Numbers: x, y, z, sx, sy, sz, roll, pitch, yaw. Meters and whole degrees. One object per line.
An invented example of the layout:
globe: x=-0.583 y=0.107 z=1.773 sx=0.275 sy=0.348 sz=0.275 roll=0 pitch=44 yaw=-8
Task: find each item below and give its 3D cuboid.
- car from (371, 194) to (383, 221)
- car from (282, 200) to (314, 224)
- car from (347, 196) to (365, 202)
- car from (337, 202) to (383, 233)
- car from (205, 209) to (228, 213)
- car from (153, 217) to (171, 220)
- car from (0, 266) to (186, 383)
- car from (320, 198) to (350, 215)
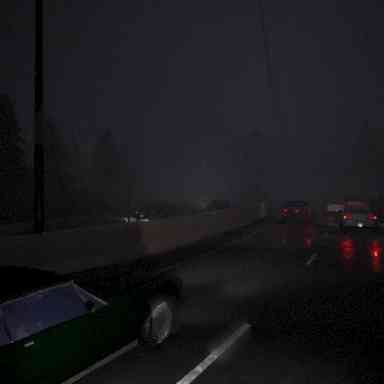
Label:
car: x=15.976 y=1.211 z=26.830 sx=2.150 sy=2.045 sz=5.566 roll=0 pitch=0 yaw=18
car: x=7.930 y=1.343 z=24.752 sx=2.097 sy=1.767 sz=4.553 roll=0 pitch=0 yaw=20
car: x=19.000 y=1.338 z=39.235 sx=2.097 sy=1.767 sz=4.553 roll=0 pitch=0 yaw=12
car: x=9.697 y=1.520 z=19.499 sx=1.812 sy=1.442 sz=4.674 roll=0 pitch=-1 yaw=23
car: x=2.554 y=1.481 z=31.242 sx=2.128 sy=1.511 sz=4.902 roll=0 pitch=0 yaw=17
car: x=-2.789 y=1.482 z=26.379 sx=2.128 sy=1.511 sz=4.902 roll=0 pitch=0 yaw=21
car: x=-2.021 y=1.599 z=4.047 sx=1.895 sy=1.301 sz=4.718 roll=0 pitch=0 yaw=32
car: x=14.253 y=1.514 z=33.573 sx=1.812 sy=1.442 sz=4.674 roll=0 pitch=0 yaw=14
